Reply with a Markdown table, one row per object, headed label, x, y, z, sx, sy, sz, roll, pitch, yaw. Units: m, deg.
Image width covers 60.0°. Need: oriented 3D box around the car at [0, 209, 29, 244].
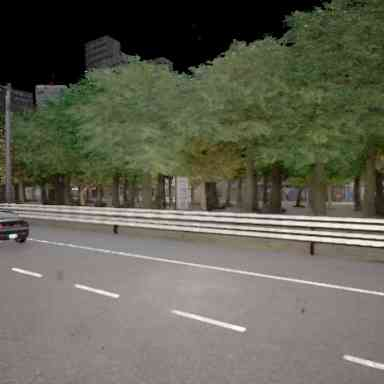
| label | x | y | z | sx | sy | sz | roll | pitch | yaw |
| --- | --- | --- | --- | --- | --- | --- | --- | --- | --- |
| car | -9.083 | 1.509 | 14.642 | 4.892 | 1.490 | 1.837 | 0 | 0 | 35 |
